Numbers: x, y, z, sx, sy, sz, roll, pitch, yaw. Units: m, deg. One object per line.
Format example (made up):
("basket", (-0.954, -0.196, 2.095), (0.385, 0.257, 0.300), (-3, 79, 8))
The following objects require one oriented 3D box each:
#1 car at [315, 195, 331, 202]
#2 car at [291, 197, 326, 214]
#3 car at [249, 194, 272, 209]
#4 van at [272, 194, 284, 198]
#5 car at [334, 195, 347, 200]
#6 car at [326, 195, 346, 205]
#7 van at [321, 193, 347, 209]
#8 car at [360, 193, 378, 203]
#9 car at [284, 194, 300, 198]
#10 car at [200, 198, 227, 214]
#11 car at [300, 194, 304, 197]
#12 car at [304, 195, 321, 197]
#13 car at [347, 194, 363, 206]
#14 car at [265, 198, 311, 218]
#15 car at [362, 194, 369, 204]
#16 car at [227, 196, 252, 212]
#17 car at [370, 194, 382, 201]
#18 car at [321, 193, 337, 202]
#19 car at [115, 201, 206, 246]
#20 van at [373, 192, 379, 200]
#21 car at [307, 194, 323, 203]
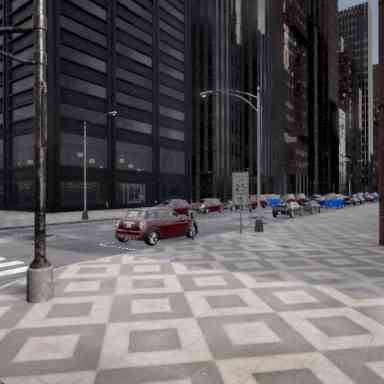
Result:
("car", (27.652, 1.405, 70.240), (2.008, 1.369, 4.403), (0, 0, 36))
("car", (11.655, 1.465, 33.400), (1.947, 1.339, 4.313), (0, 0, 36))
("car", (7.999, 1.232, 42.917), (2.192, 1.841, 5.009), (0, 0, 36))
("van", (11.274, 1.247, 47.470), (1.690, 1.788, 3.998), (0, 0, 36))
("car", (37.479, 1.395, 83.902), (1.947, 1.339, 4.313), (0, 0, 36))
("car", (23.744, 1.350, 54.762), (2.128, 1.511, 4.902), (0, 0, 35))
("van", (18.205, 1.216, 42.507), (1.690, 1.788, 3.998), (0, 0, 36))
("car", (34.582, 1.369, 65.275), (1.887, 1.381, 4.507), (0, 0, 36))
("car", (14.550, 1.209, 52.025), (2.192, 1.841, 5.009), (0, 0, 36))
("car", (1.448, 1.383, 33.810), (1.967, 1.590, 4.097), (0, 0, 36))
("car", (17.825, 1.199, 56.578), (2.192, 1.841, 5.009), (0, 0, 36))
("car", (17.633, 1.357, 46.270), (1.882, 1.535, 5.008), (0, 0, 36))
("car", (24.756, 1.419, 51.614), (1.947, 1.339, 4.313), (0, 0, 36))
("car", (8.380, 1.463, 28.847), (2.008, 1.369, 4.403), (0, 0, 36))
("car", (28.031, 1.409, 56.167), (1.947, 1.339, 4.313), (0, 0, 36))
("car", (4.724, 1.480, 38.364), (2.008, 1.369, 4.403), (0, 0, 36))
("car", (41.132, 1.246, 74.381), (1.967, 1.590, 4.097), (0, 0, 36))
("car", (30.927, 1.161, 74.794), (2.192, 1.841, 5.009), (0, 0, 36))
("car", (-1.446, 1.393, 15.186), (1.967, 1.590, 4.097), (0, 0, 36))
("van", (37.857, 1.156, 69.828), (1.690, 1.788, 3.998), (0, 0, 36))
("car", (24.377, 1.304, 65.687), (1.967, 1.590, 4.097), (0, 0, 36))
